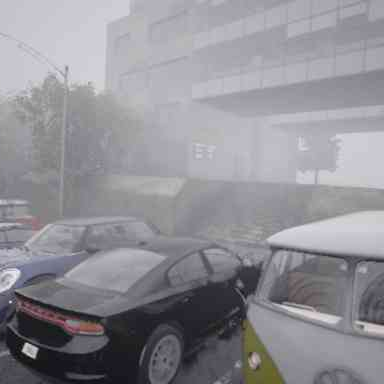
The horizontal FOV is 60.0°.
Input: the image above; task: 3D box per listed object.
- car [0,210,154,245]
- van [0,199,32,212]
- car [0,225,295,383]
[{"bbox_3d":[-2.385,1.346,7.020,2.185,1.767,4.553,0,0,36],"label":"car"},{"bbox_3d":[-6.882,1.238,10.334,1.878,1.987,4.442,0,0,35],"label":"van"},{"bbox_3d":[-0.232,1.476,5.441,2.097,1.535,5.008,0,0,35],"label":"car"}]
